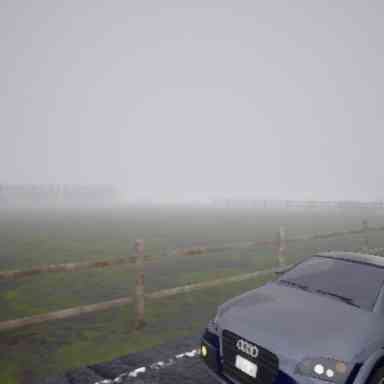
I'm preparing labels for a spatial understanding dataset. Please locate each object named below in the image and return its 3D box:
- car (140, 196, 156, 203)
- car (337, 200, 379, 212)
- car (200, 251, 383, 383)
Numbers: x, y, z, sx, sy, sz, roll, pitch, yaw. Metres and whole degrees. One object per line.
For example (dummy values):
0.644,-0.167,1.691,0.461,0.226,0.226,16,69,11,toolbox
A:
-10.606,1.738,80.002,2.097,1.767,4.553,0,0,-39,car
20.742,1.739,41.707,2.128,1.511,4.902,0,0,-39,car
2.166,1.567,4.496,4.181,1.385,1.994,0,0,-35,car
